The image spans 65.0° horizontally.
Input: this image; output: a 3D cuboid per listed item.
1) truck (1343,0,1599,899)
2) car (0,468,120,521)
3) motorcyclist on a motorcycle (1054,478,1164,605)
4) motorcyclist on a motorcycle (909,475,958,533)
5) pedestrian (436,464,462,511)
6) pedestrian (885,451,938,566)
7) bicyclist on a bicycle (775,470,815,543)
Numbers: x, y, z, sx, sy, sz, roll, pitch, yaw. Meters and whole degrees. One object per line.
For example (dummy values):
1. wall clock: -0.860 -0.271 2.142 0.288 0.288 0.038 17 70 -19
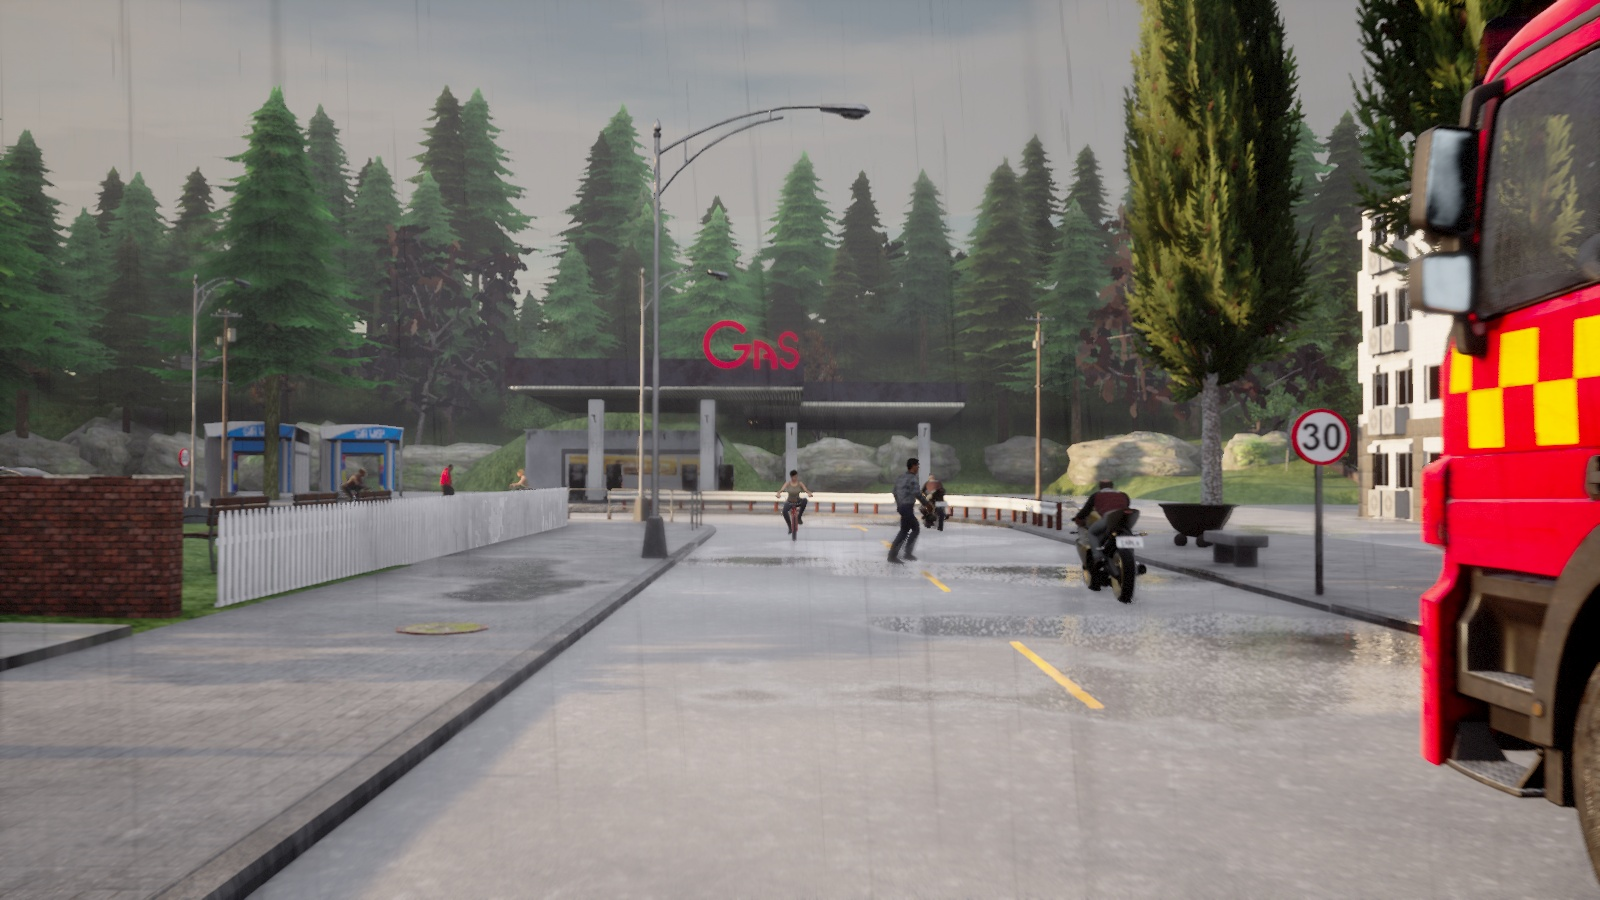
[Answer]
1. truck: 3.991 -0.335 1.586 2.891 3.827 8.468 0 -1 0
2. car: -25.248 1.433 40.917 5.027 1.651 2.152 0 -1 0
3. motorcyclist on a motorcycle: 3.963 1.129 16.289 0.866 1.530 2.191 0 -1 0
4. motorcyclist on a motorcycle: 3.660 1.462 34.663 0.866 1.530 2.191 -1 -1 -7
5. pedestrian: -13.862 1.474 49.599 0.899 1.844 0.634 0 -1 -8
6. pedestrian: 1.905 0.990 21.499 0.788 1.949 0.423 0 -1 -16
7. bicyclist on a bicycle: -0.115 1.268 28.589 0.866 1.612 1.509 -1 -1 -1
